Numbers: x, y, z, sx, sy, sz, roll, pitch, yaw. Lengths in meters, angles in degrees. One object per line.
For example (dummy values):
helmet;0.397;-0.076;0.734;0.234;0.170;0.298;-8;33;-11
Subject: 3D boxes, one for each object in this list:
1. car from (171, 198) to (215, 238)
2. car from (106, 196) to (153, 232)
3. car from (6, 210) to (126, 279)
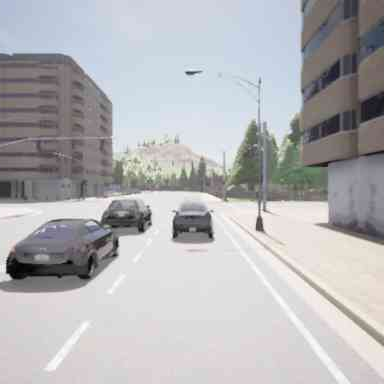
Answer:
car;0.051;1.272;16.212;1.837;1.490;4.892;0;1;0
car;-3.402;1.091;18.191;2.097;1.767;4.553;0;1;0
car;-3.401;1.426;9.555;1.994;1.385;4.181;0;1;0
